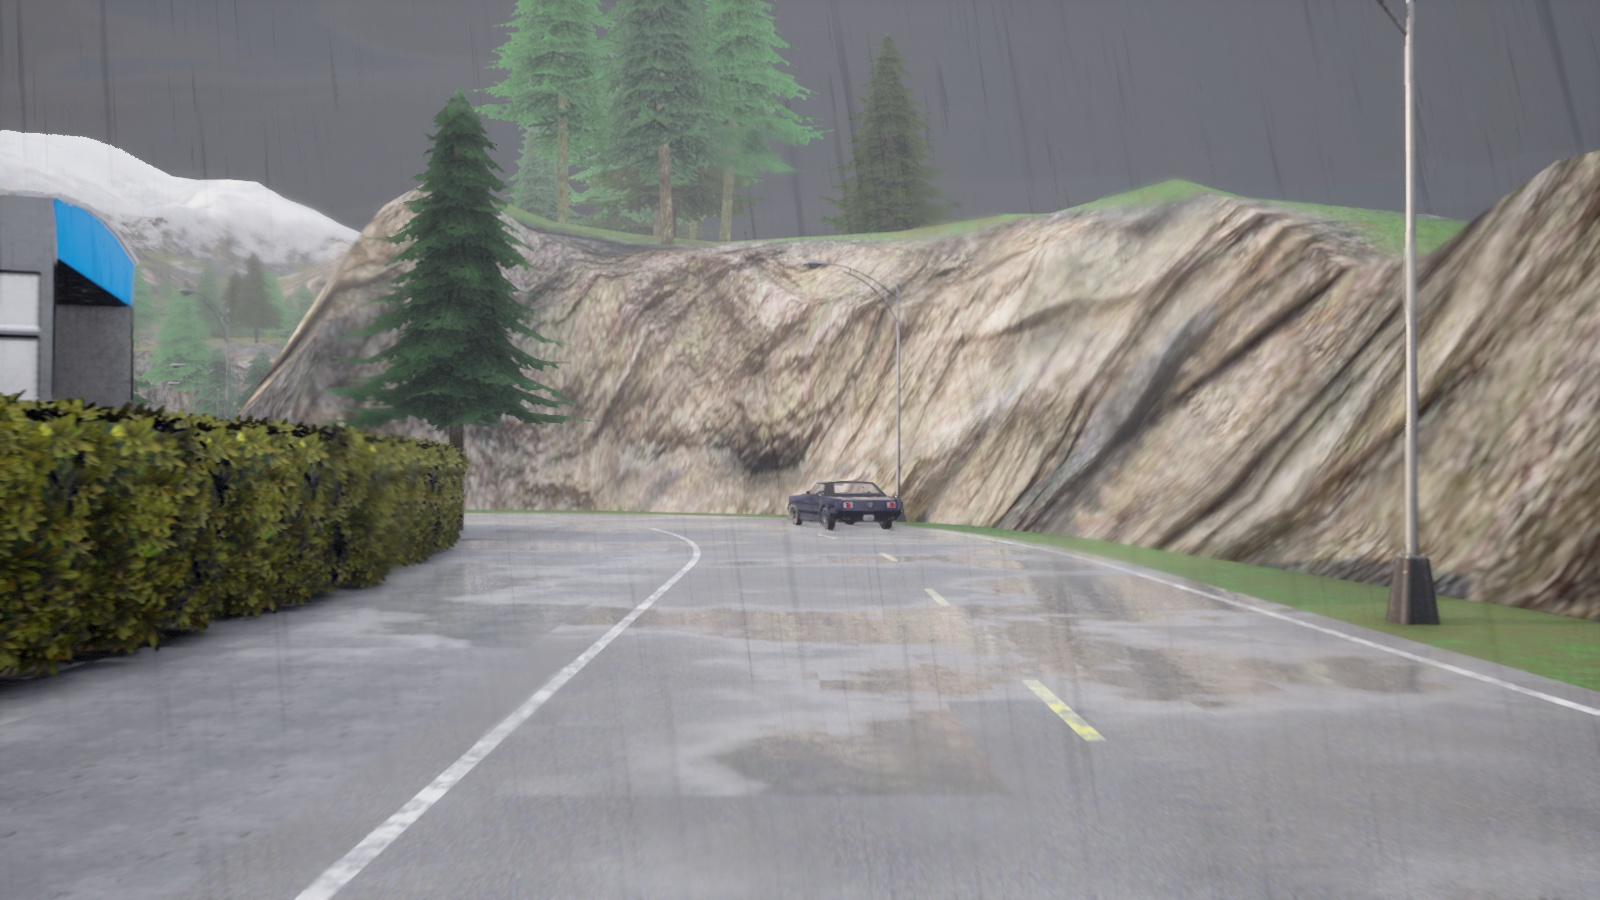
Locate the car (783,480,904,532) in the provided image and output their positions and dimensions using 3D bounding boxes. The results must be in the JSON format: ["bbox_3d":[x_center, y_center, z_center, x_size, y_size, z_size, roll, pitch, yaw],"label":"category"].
[{"bbox_3d":[1.117,1.495,34.933,1.895,1.301,4.718,0,-1,-18],"label":"car"}]
